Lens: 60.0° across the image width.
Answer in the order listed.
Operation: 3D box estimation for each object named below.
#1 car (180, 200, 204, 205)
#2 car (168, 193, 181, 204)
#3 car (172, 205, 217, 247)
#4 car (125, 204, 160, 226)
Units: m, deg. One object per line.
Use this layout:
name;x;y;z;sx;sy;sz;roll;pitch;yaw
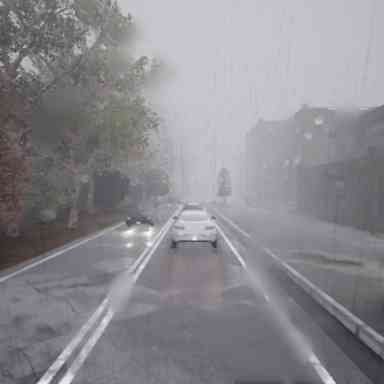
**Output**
car;0.098;1.517;31.262;1.812;1.442;4.674;0;0;0
car;-3.305;1.234;63.908;2.150;2.045;5.566;0;0;0
car;0.099;1.525;14.960;1.812;1.442;4.674;0;0;0
car;-3.351;1.543;23.437;2.033;1.411;5.357;0;0;0
